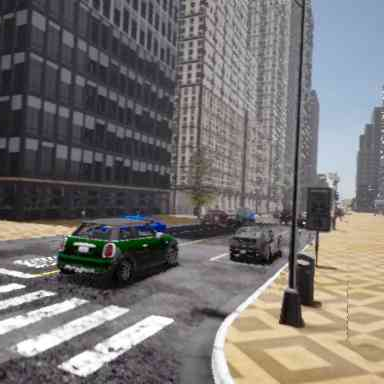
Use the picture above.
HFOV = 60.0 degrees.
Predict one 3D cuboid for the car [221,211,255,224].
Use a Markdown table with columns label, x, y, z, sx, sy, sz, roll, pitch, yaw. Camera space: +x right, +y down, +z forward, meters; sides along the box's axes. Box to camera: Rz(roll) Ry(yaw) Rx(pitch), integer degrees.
| label | x | y | z | sx | sy | sz | roll | pitch | yaw |
| --- | --- | --- | --- | --- | --- | --- | --- | --- | --- |
| car | 4.890 | 2.895 | 33.467 | 1.895 | 1.301 | 4.718 | 2 | -2 | 25 |

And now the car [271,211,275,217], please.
| label | x | y | z | sx | sy | sz | roll | pitch | yaw |
| --- | --- | --- | --- | --- | --- | --- | --- | --- | --- |
| car | 16.692 | 4.325 | 64.990 | 1.802 | 1.307 | 4.206 | 2 | -2 | 25 |

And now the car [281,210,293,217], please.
| label | x | y | z | sx | sy | sz | roll | pitch | yaw |
| --- | --- | --- | --- | --- | --- | --- | --- | --- | --- |
| car | 21.448 | 4.827 | 75.208 | 1.947 | 1.339 | 4.313 | 2 | -2 | 25 |

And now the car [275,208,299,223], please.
| label | x | y | z | sx | sy | sz | roll | pitch | yaw |
| --- | --- | --- | --- | --- | --- | --- | --- | --- | --- |
| car | 12.603 | 3.163 | 42.577 | 2.150 | 2.045 | 5.566 | 2 | -2 | 26 |

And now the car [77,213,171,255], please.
| label | x | y | z | sx | sy | sz | roll | pitch | yaw |
| --- | --- | --- | --- | --- | --- | --- | --- | --- | --- |
| car | -3.075 | 1.900 | 16.366 | 1.882 | 1.535 | 5.008 | 2 | -2 | 25 |

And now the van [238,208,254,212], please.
| label | x | y | z | sx | sy | sz | roll | pitch | yaw |
| --- | --- | --- | --- | --- | --- | --- | --- | --- | --- |
| van | 7.189 | 3.048 | 44.562 | 1.690 | 1.788 | 3.998 | 2 | -2 | 25 |

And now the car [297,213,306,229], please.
| label | x | y | z | sx | sy | sz | roll | pitch | yaw |
| --- | --- | --- | --- | --- | --- | --- | --- | --- | --- |
| car | 12.385 | 3.323 | 35.891 | 1.947 | 1.339 | 4.313 | 2 | -2 | 25 |

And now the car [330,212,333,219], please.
| label | x | y | z | sx | sy | sz | roll | pitch | yaw |
| --- | --- | --- | --- | --- | --- | --- | --- | --- | --- |
| car | 31.415 | 5.397 | 76.773 | 1.947 | 1.339 | 4.313 | 2 | -2 | 25 |

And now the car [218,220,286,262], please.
| label | x | y | z | sx | sy | sz | roll | pitch | yaw |
| --- | --- | --- | --- | --- | --- | --- | --- | --- | --- |
| car | 2.988 | 2.271 | 15.398 | 2.008 | 1.369 | 4.403 | 2 | -2 | 25 |

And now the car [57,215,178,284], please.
| label | x | y | z | sx | sy | sz | roll | pitch | yaw |
| --- | --- | --- | --- | --- | --- | --- | --- | --- | --- |
| car | -2.160 | 1.683 | 11.048 | 2.097 | 1.767 | 4.553 | 3 | -2 | 22 |

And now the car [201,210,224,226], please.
| label | x | y | z | sx | sy | sz | roll | pitch | yaw |
| --- | --- | --- | --- | --- | --- | --- | --- | --- | --- |
| car | 2.429 | 2.627 | 34.340 | 1.967 | 1.590 | 4.097 | 2 | -2 | 25 |
